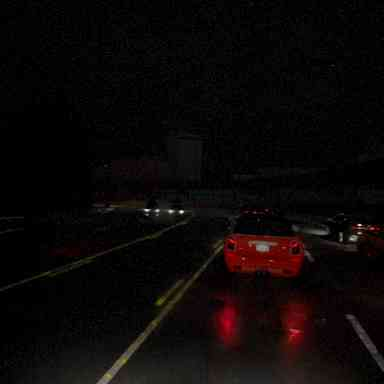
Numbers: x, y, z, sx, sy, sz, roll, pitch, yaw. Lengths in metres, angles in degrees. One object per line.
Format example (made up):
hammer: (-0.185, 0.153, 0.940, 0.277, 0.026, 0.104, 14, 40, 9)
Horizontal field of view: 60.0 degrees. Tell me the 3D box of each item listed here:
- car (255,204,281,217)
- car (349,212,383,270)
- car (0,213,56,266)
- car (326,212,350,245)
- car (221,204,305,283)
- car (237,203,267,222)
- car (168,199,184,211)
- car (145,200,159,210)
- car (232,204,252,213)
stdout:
car: (8.990, 2.192, 39.878, 1.895, 1.301, 4.718, 2, -2, -2)
car: (6.931, 1.689, 11.006, 1.801, 1.575, 5.366, 2, 0, 13)
car: (-5.572, 1.315, 8.606, 2.128, 1.511, 4.902, 2, 0, 12)
car: (8.185, 1.789, 16.907, 1.837, 1.490, 4.892, 2, 0, 11)
car: (2.210, 1.430, 10.321, 2.097, 1.767, 4.553, 2, 0, 12)
car: (5.316, 1.806, 30.225, 2.033, 1.411, 5.357, 2, -1, 4)
car: (-2.436, 1.869, 49.982, 2.097, 1.767, 4.553, 2, -2, -7)
car: (-6.094, 1.947, 51.136, 1.837, 1.490, 4.892, 2, -3, -8)
car: (7.959, 2.618, 53.191, 1.895, 1.301, 4.718, 2, -2, -8)
